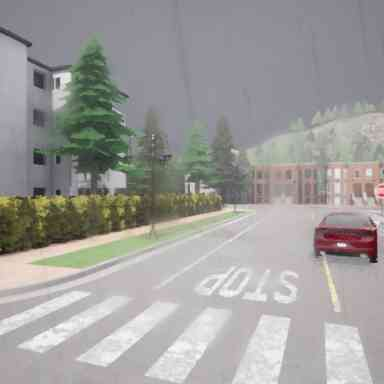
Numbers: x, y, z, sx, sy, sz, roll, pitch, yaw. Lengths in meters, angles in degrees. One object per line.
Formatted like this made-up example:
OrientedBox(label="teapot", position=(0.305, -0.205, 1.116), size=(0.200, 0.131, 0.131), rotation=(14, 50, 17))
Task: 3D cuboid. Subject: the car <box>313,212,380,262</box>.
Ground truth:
OrientedBox(label="car", position=(5.791, 1.479, 12.324), size=(1.882, 1.535, 5.008), rotation=(-1, -1, 29))
